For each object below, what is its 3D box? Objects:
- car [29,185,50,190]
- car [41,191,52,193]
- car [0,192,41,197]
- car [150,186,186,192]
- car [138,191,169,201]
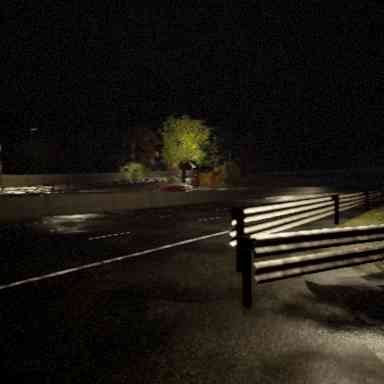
[{"bbox_3d":[-26.433,-0.539,58.798,2.033,1.411,5.357,-1,3,14],"label":"car"},{"bbox_3d":[-16.682,0.881,33.766,1.994,1.385,4.181,0,1,35],"label":"car"},{"bbox_3d":[-16.011,0.920,28.649,1.812,1.442,4.674,0,1,35],"label":"car"},{"bbox_3d":[-2.996,0.139,47.077,2.150,2.045,5.566,0,1,36],"label":"car"},{"bbox_3d":[-5.644,0.514,49.397,1.895,1.301,4.718,0,1,36],"label":"car"}]
